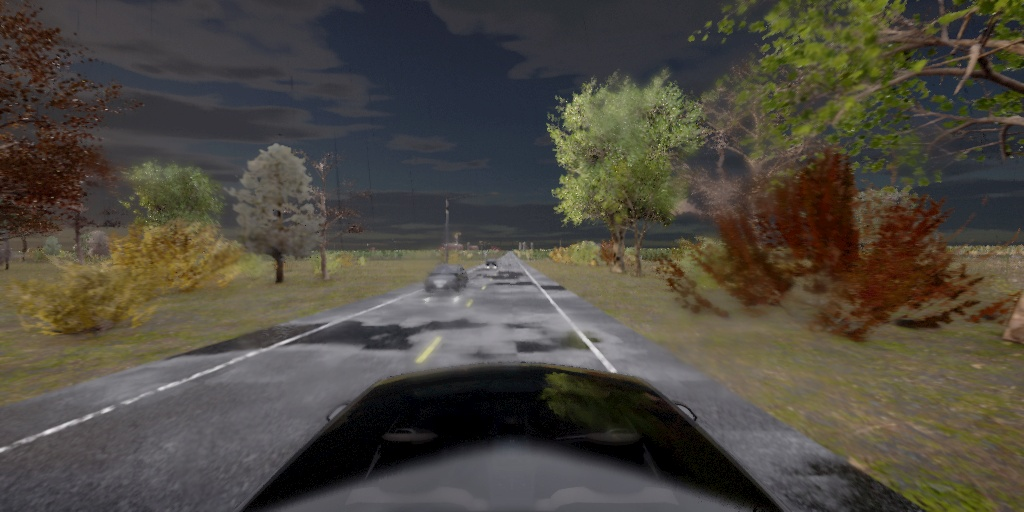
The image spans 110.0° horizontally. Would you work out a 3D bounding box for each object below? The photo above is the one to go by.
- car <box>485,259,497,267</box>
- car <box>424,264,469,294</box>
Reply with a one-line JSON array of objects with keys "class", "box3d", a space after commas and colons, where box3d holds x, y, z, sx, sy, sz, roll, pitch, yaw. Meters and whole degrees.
[{"class": "car", "box3d": [-3.506, 1.161, 61.864, 2.033, 1.411, 5.357, 0, 0, 1]}, {"class": "car", "box3d": [-3.594, 1.214, 20.331, 2.128, 1.511, 4.902, 0, 0, 0]}]
